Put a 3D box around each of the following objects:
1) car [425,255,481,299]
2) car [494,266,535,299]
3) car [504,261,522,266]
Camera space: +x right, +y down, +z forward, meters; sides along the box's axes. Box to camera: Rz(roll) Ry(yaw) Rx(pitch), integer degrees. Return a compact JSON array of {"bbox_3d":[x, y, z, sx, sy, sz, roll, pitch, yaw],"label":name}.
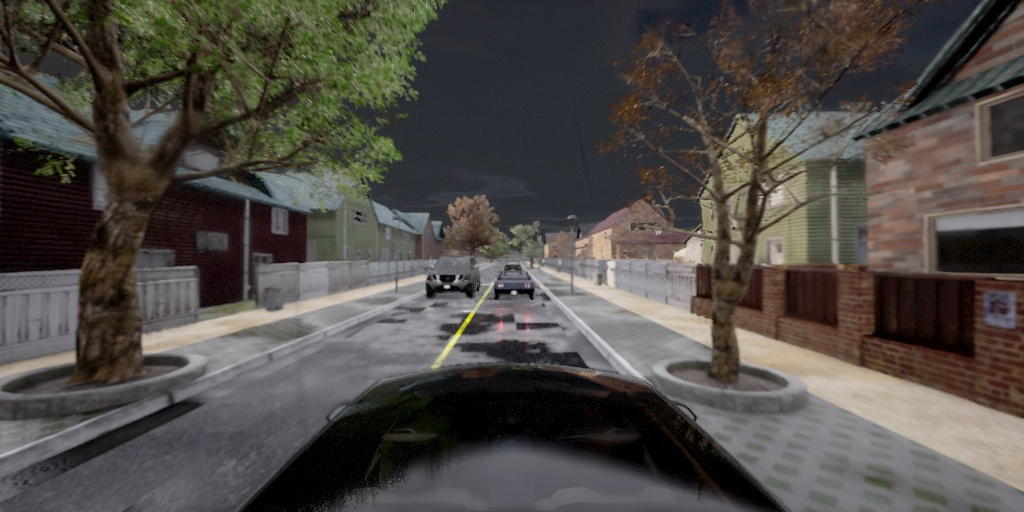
[{"bbox_3d":[-2.852,0.987,18.497,2.150,2.045,5.566,0,0,0],"label":"car"},{"bbox_3d":[0.099,1.366,18.310,1.895,1.301,4.718,0,0,0],"label":"car"},{"bbox_3d":[0.095,1.267,40.008,1.882,1.535,5.008,0,0,0],"label":"car"}]
